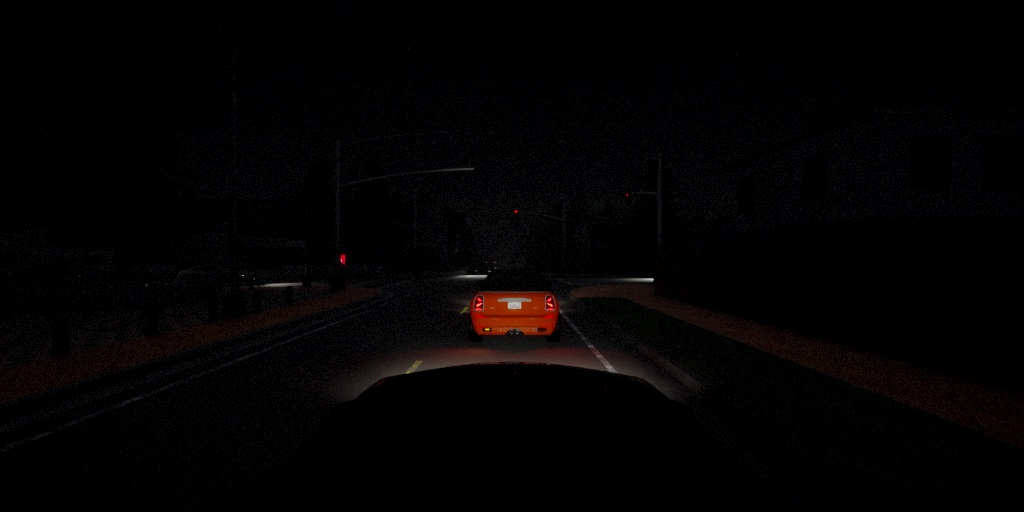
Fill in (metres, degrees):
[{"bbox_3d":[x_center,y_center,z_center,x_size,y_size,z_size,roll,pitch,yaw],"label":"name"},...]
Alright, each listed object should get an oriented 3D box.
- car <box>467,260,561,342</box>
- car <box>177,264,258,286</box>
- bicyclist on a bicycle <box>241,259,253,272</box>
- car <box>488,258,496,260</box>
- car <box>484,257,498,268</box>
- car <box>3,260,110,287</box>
[{"bbox_3d":[0.066,1.102,9.970,2.097,1.767,4.553,0,0,0],"label":"car"},{"bbox_3d":[-20.012,1.291,24.456,4.674,1.442,1.812,0,0,-2],"label":"car"},{"bbox_3d":[-23.577,1.066,31.814,0.582,1.620,1.656,0,0,-2],"label":"bicyclist on a bicycle"},{"bbox_3d":[-3.626,1.312,50.111,1.994,1.385,4.181,0,0,0],"label":"car"},{"bbox_3d":[-3.605,1.102,62.779,2.097,1.767,4.553,0,0,0],"label":"car"},{"bbox_3d":[-30.191,1.243,24.139,5.008,1.535,1.882,0,0,-1],"label":"car"}]
